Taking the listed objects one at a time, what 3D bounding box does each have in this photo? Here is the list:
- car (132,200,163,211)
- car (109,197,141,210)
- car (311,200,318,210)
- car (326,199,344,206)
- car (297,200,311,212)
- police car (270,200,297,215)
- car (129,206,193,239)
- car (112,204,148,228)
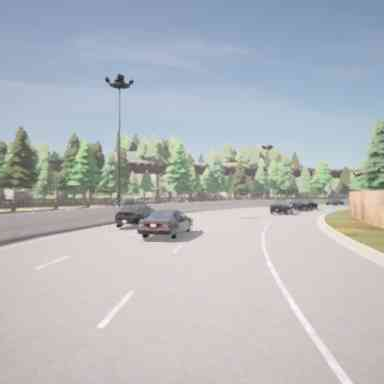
[{"bbox_3d":[-6.170,1.863,46.698,1.895,1.301,4.718,0,0,27],"label":"car"},{"bbox_3d":[-9.497,1.602,47.761,2.097,1.767,4.553,0,0,27],"label":"car"},{"bbox_3d":[17.504,1.896,50.196,1.882,1.535,5.008,0,0,36],"label":"car"},{"bbox_3d":[27.324,1.940,63.451,4.181,1.385,1.994,1,0,-41],"label":"car"},{"bbox_3d":[14.592,1.879,45.875,1.837,1.490,4.892,0,0,32],"label":"car"},{"bbox_3d":[10.374,1.729,38.413,1.930,1.638,5.238,0,0,27],"label":"police car"},{"bbox_3d":[-1.316,1.657,18.270,2.033,1.411,5.357,0,0,12],"label":"car"},{"bbox_3d":[-3.656,1.632,23.229,1.837,1.490,4.892,0,0,14],"label":"car"}]
